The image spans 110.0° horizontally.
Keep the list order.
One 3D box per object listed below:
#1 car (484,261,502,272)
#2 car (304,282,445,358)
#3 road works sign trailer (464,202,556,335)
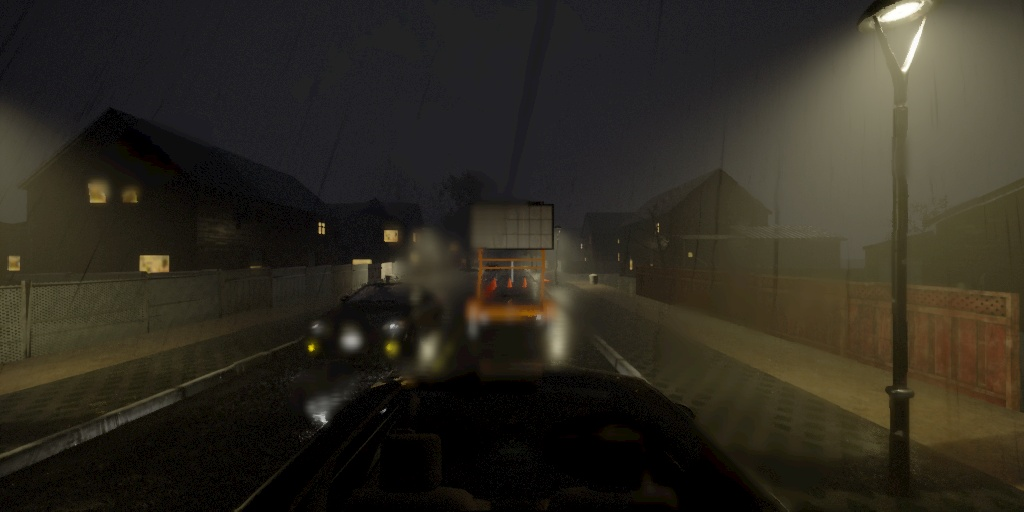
[{"bbox_3d":[-2.804,1.531,49.782,1.895,1.301,4.718,0,0,0],"label":"car"},{"bbox_3d":[-2.844,1.318,8.339,1.994,1.385,4.181,0,0,0],"label":"car"},{"bbox_3d":[0.009,0.220,10.546,2.380,3.560,2.880,0,0,0],"label":"road works sign trailer"}]
